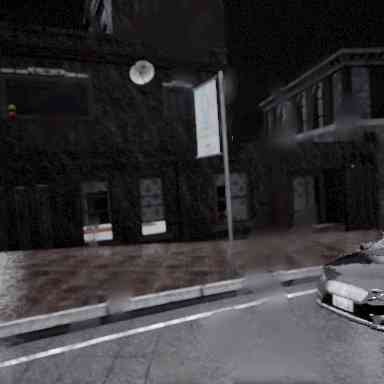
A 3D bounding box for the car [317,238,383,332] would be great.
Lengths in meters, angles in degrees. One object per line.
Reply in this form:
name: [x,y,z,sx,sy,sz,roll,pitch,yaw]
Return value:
car: [4.559,1.457,6.244,4.902,1.511,2.128,0,1,-26]
